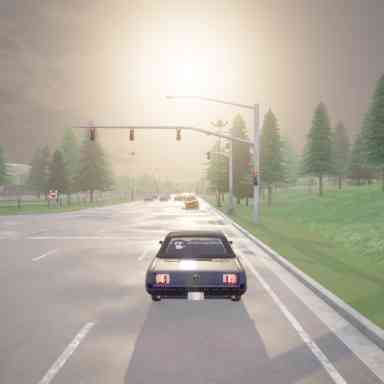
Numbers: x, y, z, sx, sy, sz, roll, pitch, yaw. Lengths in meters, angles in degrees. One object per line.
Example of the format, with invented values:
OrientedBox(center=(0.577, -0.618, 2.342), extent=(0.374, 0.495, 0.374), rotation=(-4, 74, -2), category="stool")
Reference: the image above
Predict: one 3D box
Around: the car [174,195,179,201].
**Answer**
OrientedBox(center=(-3.343, 1.545, 80.967), extent=(1.994, 1.385, 4.181), rotation=(0, 0, 0), category="car")

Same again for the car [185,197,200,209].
OrientedBox(center=(0.092, 1.591, 49.921), extent=(2.033, 1.411, 5.357), rotation=(0, 2, 0), category="car")

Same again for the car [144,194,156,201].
OrientedBox(center=(-10.344, 1.531, 80.564), extent=(2.033, 1.411, 5.357), rotation=(0, 0, 0), category="car")

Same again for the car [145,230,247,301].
OrientedBox(center=(0.095, 1.601, 8.256), extent=(1.895, 1.301, 4.718), rotation=(0, 0, 0), category="car")

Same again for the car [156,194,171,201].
OrientedBox(center=(-6.844, 1.531, 80.557), extent=(2.033, 1.411, 5.357), rotation=(0, 0, 0), category="car")

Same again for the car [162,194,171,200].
OrientedBox(center=(-6.824, 1.372, 90.977), extent=(2.033, 1.411, 5.357), rotation=(0, 0, 0), category="car")

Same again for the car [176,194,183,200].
OrientedBox(center=(-3.324, 1.357, 90.971), extent=(1.812, 1.442, 4.674), rotation=(0, 0, 0), category="car")

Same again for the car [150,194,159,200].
OrientedBox(center=(-10.324, 1.332, 90.984), extent=(1.837, 1.490, 4.892), rotation=(0, 0, 0), category="car")

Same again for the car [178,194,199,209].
OrientedBox(center=(-0.295, 1.059, 46.534), extent=(1.882, 1.535, 5.008), rotation=(-11, 16, -6), category="car")
